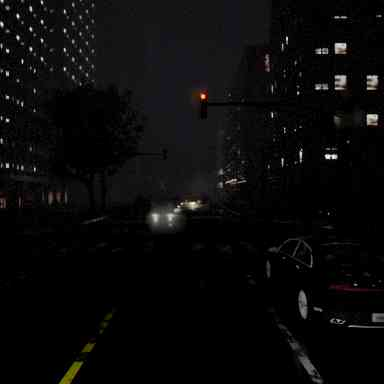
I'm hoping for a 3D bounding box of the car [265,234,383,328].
[{"bbox_3d":[2.699,1.551,6.908,2.008,1.369,4.403,0,0,0],"label":"car"}]

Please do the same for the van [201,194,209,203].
[{"bbox_3d":[2.789,1.402,72.434,1.690,1.788,3.998,0,0,0],"label":"van"}]

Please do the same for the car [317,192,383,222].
[{"bbox_3d":[11.966,1.040,23.828,5.566,2.045,2.150,-1,0,1],"label":"car"}]

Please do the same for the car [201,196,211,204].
[{"bbox_3d":[2.782,1.577,67.080,1.752,1.417,4.829,0,0,0],"label":"car"}]

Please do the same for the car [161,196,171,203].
[{"bbox_3d":[-5.592,1.627,72.445,1.947,1.339,4.313,0,0,0],"label":"car"}]

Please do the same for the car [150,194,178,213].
[{"bbox_3d":[-3.048,1.371,37.042,2.097,1.767,4.553,0,0,0],"label":"car"}]

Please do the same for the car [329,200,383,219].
[{"bbox_3d":[13.462,1.350,26.299,4.403,1.369,2.008,-1,1,0],"label":"car"}]

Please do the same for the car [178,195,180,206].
[{"bbox_3d":[-3.030,1.506,47.255,1.882,1.535,5.008,0,0,0],"label":"car"}]

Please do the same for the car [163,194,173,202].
[{"bbox_3d":[-5.584,1.385,77.967,2.192,1.841,5.009,0,0,0],"label":"car"}]

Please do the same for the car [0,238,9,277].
[{"bbox_3d":[-5.681,1.545,6.919,1.887,1.381,4.507,0,0,0],"label":"car"}]

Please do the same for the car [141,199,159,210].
[{"bbox_3d":[-5.630,1.592,44.831,1.947,1.339,4.313,0,0,0],"label":"car"}]

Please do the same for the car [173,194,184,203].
[{"bbox_3d":[-2.902,1.403,70.555,2.097,1.767,4.553,0,0,0],"label":"car"}]

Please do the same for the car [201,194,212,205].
[{"bbox_3d":[2.774,1.610,61.387,1.947,1.339,4.313,0,0,0],"label":"car"}]

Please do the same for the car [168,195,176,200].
[{"bbox_3d":[-5.561,1.654,94.536,2.008,1.369,4.403,0,0,0],"label":"car"}]

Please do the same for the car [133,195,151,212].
[{"bbox_3d":[-5.637,1.336,39.308,2.192,1.841,5.009,0,0,0],"label":"car"}]

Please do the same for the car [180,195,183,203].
[{"bbox_3d":[-3.006,1.565,57.330,1.812,1.442,4.674,0,0,1],"label":"car"}]

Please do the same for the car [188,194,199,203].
[{"bbox_3d":[0.095,1.581,69.036,1.812,1.442,4.674,0,0,0],"label":"car"}]
